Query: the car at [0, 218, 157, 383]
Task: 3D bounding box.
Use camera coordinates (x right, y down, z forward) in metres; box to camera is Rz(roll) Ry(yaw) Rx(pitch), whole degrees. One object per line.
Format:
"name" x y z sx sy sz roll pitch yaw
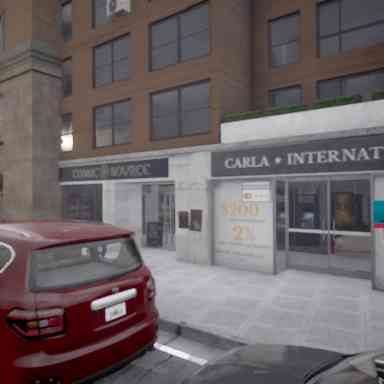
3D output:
"car" -2.727 1.312 4.809 5.009 1.841 2.192 0 -1 36

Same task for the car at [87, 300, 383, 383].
"car" 1.732 1.551 1.620 4.403 1.369 2.008 0 -1 36
